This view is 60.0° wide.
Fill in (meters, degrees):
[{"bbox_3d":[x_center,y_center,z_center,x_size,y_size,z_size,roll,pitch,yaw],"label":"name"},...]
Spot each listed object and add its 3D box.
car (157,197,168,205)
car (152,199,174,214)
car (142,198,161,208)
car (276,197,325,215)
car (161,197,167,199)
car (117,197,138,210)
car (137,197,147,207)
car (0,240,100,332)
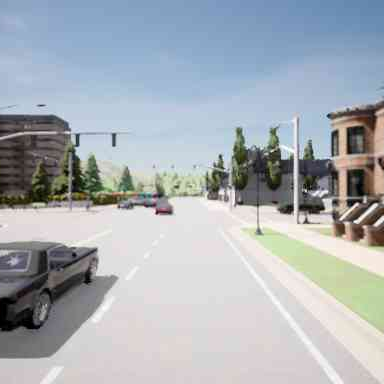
[{"bbox_3d":[-6.708,2.069,77.030,2.097,1.767,4.553,0,-1,0],"label":"car"},{"bbox_3d":[-3.251,1.935,39.946,1.994,1.385,4.181,0,-1,0],"label":"car"},{"bbox_3d":[-6.842,2.125,56.663,1.895,1.301,4.718,0,-1,1],"label":"car"},{"bbox_3d":[12.784,1.598,39.317,5.566,2.045,2.150,0,-1,-1],"label":"car"},{"bbox_3d":[-6.747,2.125,67.127,1.837,1.490,4.892,0,-1,0],"label":"car"},{"bbox_3d":[-10.424,1.974,52.526,2.128,1.511,4.902,0,-1,2],"label":"car"},{"bbox_3d":[-10.256,2.144,64.769,2.033,1.411,5.357,0,-1,0],"label":"car"},{"bbox_3d":[-3.412,1.665,6.944,1.895,1.301,4.718,0,-1,0],"label":"car"}]
